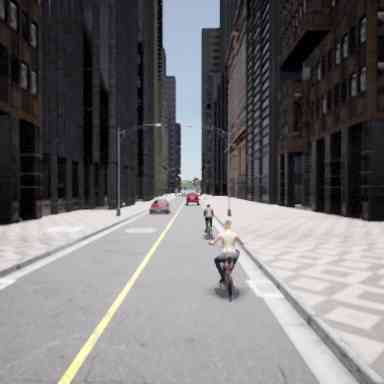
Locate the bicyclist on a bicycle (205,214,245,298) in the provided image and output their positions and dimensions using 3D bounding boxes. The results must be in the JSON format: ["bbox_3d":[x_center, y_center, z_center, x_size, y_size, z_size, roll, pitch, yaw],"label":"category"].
[{"bbox_3d":[0.795,1.421,7.500,0.866,1.612,1.509,0,0,0],"label":"bicyclist on a bicycle"}]

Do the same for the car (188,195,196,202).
[{"bbox_3d":[-0.017,1.418,73.886,1.895,1.301,4.718,0,0,0],"label":"car"}]

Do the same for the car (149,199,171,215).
[{"bbox_3d":[-3.103,1.456,33.050,1.812,1.442,4.674,0,0,0],"label":"car"}]

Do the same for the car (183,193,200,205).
[{"bbox_3d":[0.086,1.098,55.564,2.150,2.045,5.566,0,0,0],"label":"car"}]

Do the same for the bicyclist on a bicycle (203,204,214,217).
[{"bbox_3d":[0.823,1.420,16.122,0.582,1.620,1.656,0,0,0],"label":"bicyclist on a bicycle"}]
